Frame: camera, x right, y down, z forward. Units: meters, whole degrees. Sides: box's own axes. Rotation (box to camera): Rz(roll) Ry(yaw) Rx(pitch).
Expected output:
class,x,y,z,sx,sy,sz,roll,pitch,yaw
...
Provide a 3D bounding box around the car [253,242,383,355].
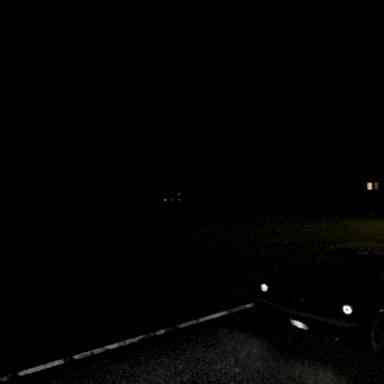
class,x,y,z,sx,sy,sz,roll,pitch,yaw
car,3.367,1.726,6.437,4.718,1.301,1.895,1,-2,-38
